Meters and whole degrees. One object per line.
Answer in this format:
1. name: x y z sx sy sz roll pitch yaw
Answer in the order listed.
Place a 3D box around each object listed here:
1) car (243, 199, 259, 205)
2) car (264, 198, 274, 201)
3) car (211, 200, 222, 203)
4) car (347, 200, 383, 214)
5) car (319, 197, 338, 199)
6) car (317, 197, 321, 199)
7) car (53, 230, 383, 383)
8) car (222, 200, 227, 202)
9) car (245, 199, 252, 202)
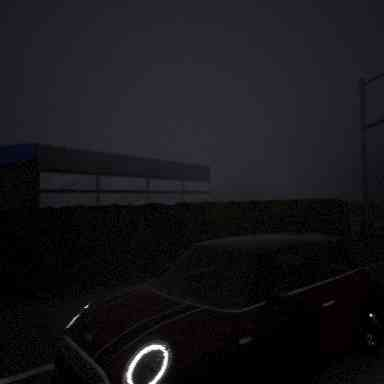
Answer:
1. car: 15.183 2.599 85.508 3.806 1.475 1.970 0 -1 -38
2. car: 19.364 2.338 80.634 5.027 1.636 2.152 0 -1 -38
3. car: 3.696 2.447 72.476 4.605 1.855 1.932 0 -1 -38
4. car: 19.979 1.674 37.753 4.514 1.523 2.007 0 -1 -38
5. car: 18.019 1.753 40.201 5.027 1.636 2.152 0 -1 -38
6. car: 27.190 1.902 70.522 3.866 1.878 1.905 0 -1 -38
7. car: 0.625 1.438 4.476 4.553 1.767 2.097 0 -2 -38
8. car: 7.370 2.799 84.087 4.514 1.523 2.007 0 -1 -38
9. car: 10.759 2.301 62.189 4.514 1.523 2.007 0 -1 -38
